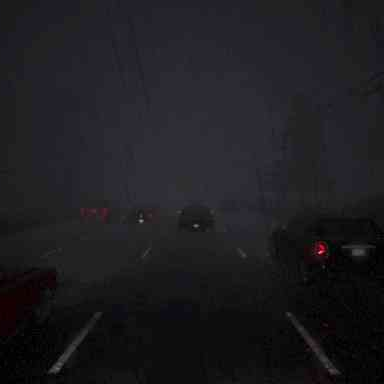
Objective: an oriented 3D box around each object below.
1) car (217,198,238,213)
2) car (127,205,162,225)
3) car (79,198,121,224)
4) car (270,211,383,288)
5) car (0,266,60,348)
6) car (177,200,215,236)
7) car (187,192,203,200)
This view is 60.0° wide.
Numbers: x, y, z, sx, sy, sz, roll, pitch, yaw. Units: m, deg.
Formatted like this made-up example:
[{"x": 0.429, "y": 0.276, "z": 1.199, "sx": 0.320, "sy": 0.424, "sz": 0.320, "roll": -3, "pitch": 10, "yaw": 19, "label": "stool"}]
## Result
[{"x": 3.836, "y": 1.450, "z": 36.405, "sx": 2.128, "sy": 1.511, "sz": 4.902, "roll": 0, "pitch": 0, "yaw": 0, "label": "car"}, {"x": -3.249, "y": 1.578, "z": 23.580, "sx": 1.895, "sy": 1.301, "sz": 4.718, "roll": 0, "pitch": 0, "yaw": 0, "label": "car"}, {"x": -6.741, "y": 1.331, "z": 24.947, "sx": 2.097, "sy": 1.767, "sz": 4.553, "roll": 0, "pitch": 0, "yaw": 0, "label": "car"}, {"x": 3.655, "y": 1.339, "z": 9.386, "sx": 2.097, "sy": 1.767, "sz": 4.553, "roll": 0, "pitch": 0, "yaw": 0, "label": "car"}, {"x": -3.383, "y": 1.599, "z": 4.077, "sx": 1.895, "sy": 1.301, "sz": 4.718, "roll": 0, "pitch": 0, "yaw": 0, "label": "car"}, {"x": 0.215, "y": 1.458, "z": 18.409, "sx": 1.882, "sy": 1.535, "sz": 5.008, "roll": 0, "pitch": 0, "yaw": 0, "label": "car"}, {"x": 0.418, "y": 1.170, "z": 48.392, "sx": 2.150, "sy": 2.045, "sz": 5.566, "roll": 0, "pitch": 0, "yaw": 0, "label": "car"}]
